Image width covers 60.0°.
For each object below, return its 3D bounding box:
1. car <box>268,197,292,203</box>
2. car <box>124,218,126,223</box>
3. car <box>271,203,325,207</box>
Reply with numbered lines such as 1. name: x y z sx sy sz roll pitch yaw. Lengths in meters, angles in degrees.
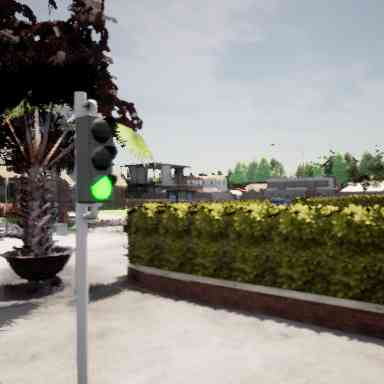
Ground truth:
1. car: 16.513 1.798 63.484 5.008 1.535 1.882 -1 -1 35
2. car: -3.025 1.727 25.490 2.128 1.511 4.902 -1 -1 35
3. car: 6.495 1.413 16.476 5.357 1.415 2.033 -1 -1 38
